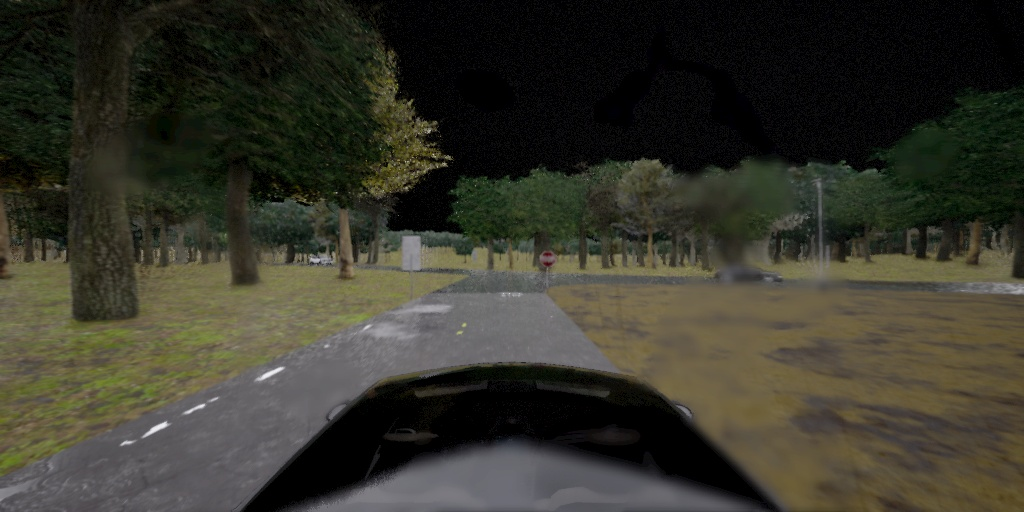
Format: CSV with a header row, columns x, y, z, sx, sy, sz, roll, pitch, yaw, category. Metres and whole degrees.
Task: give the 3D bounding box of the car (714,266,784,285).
x,y,z,sx,sy,sz,roll,pitch,yaw,category
19.999,1.584,30.428,4.892,1.490,1.837,-1,0,35,car
